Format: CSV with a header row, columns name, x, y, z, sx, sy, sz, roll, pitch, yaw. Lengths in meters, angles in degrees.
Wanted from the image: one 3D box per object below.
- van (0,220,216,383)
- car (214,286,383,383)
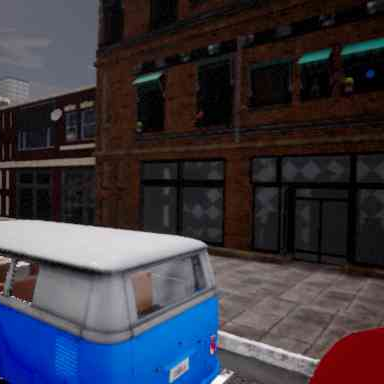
name,x,y,z,sx,sy,sz,roll,pitch,yaw
van,-1.619,1.313,4.008,3.998,1.788,1.690,1,1,36
car,2.783,1.330,0.867,5.009,1.841,2.192,1,1,36
